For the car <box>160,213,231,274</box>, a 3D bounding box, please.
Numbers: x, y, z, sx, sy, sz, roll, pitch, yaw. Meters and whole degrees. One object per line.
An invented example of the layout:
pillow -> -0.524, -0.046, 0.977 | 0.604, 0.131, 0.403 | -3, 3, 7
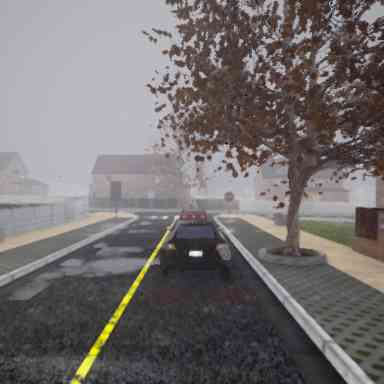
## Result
car -> 0.098, 1.586, 10.691 | 1.994, 1.385, 4.181 | 0, 0, 0

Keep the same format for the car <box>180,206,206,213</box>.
car -> 0.089, 1.651, 23.952 | 1.895, 1.301, 4.718 | 0, 0, 0
